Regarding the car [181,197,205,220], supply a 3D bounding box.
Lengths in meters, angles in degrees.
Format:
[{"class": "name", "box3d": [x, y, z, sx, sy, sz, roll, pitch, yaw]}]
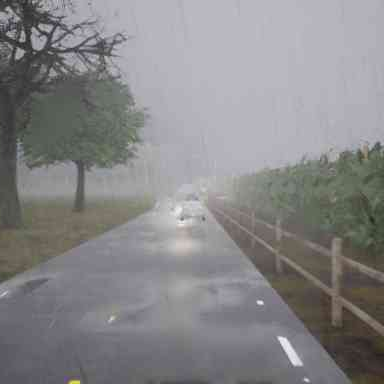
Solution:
[{"class": "car", "box3d": [0.083, 1.434, 26.703, 1.812, 1.442, 4.674, 0, 1, 0]}]

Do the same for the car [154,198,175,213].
[{"class": "car", "box3d": [-2.795, 1.348, 34.679, 1.812, 1.442, 4.674, 0, 1, 0]}]

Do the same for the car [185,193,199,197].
[{"class": "car", "box3d": [0.031, 0.978, 49.379, 2.033, 1.649, 4.856, 0, 2, 0]}]
